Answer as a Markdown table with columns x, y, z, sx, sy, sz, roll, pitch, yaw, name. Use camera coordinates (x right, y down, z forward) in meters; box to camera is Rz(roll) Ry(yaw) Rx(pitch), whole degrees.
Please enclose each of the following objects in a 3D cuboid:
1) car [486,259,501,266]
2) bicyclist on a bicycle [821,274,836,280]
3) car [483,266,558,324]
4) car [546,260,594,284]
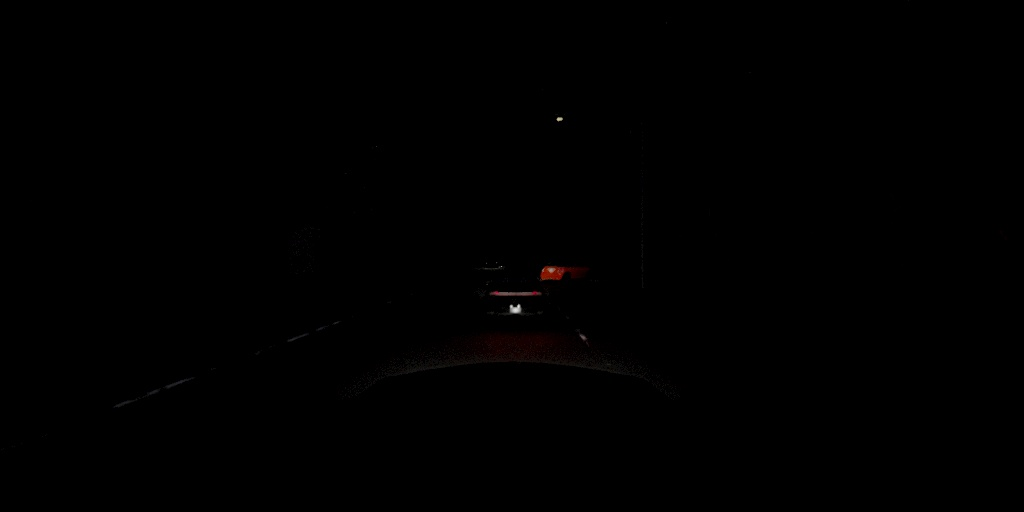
| x | y | z | sx | sy | sz | roll | pitch | yaw | name |
| --- | --- | --- | --- | --- | --- | --- | --- | --- | --- |
| -3.491 | 1.247 | 64.210 | 2.097 | 1.767 | 4.553 | 0 | 0 | 1 | car |
| 24.334 | 1.467 | 27.590 | 0.582 | 1.620 | 1.656 | 1 | 0 | 0 | bicyclist on a bicycle |
| 0.103 | 1.237 | 11.988 | 2.128 | 1.511 | 4.902 | 0 | 0 | 0 | car |
| 4.324 | 1.076 | 27.352 | 2.097 | 1.767 | 4.553 | 0 | 1 | 45 | car |
